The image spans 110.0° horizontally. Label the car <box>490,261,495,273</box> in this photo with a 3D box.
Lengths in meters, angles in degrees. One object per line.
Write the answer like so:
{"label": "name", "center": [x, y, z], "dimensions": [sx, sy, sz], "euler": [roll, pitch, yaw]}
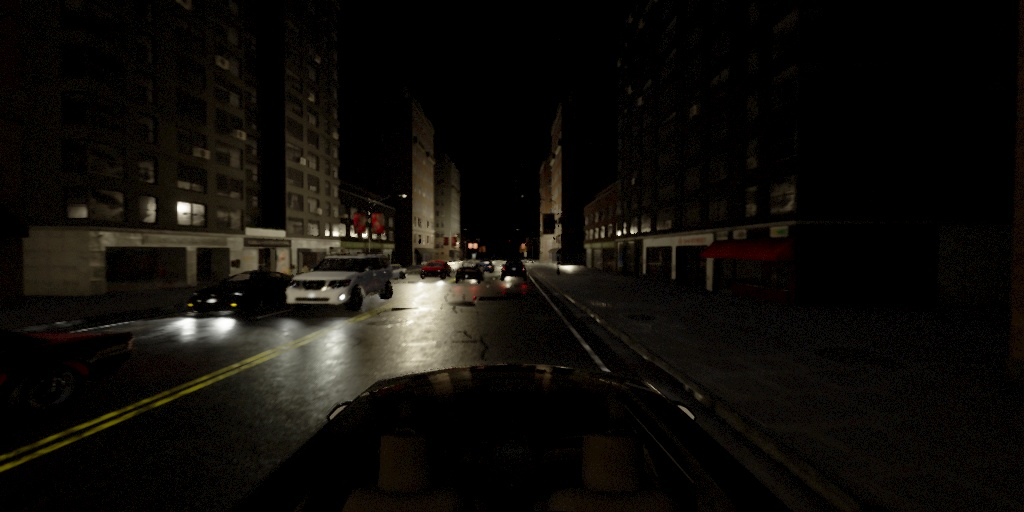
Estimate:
{"label": "car", "center": [-3.066, 1.237, 42.500], "dimensions": [2.033, 1.411, 5.357], "euler": [0, 0, 1]}

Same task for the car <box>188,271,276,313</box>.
{"label": "car", "center": [-9.810, 1.279, 13.706], "dimensions": [1.994, 1.385, 4.181], "euler": [0, 0, 0]}

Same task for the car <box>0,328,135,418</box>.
{"label": "car", "center": [-6.602, 1.334, 3.098], "dimensions": [1.895, 1.301, 4.718], "euler": [0, 0, 0]}

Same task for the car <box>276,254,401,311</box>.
{"label": "car", "center": [-6.559, 0.946, 14.536], "dimensions": [2.150, 2.045, 5.566], "euler": [0, 0, 0]}

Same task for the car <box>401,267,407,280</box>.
{"label": "car", "center": [-9.701, 1.301, 27.775], "dimensions": [1.895, 1.301, 4.718], "euler": [0, 0, 1]}

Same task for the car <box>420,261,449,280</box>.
{"label": "car", "center": [-6.427, 1.182, 30.746], "dimensions": [1.882, 1.535, 5.008], "euler": [0, 0, 1]}

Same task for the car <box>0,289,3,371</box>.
{"label": "car", "center": [-9.852, 1.272, 3.537], "dimensions": [2.033, 1.411, 5.357], "euler": [0, 0, 0]}

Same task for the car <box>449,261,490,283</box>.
{"label": "car", "center": [-3.116, 1.209, 27.289], "dimensions": [2.128, 1.511, 4.902], "euler": [0, 0, 1]}

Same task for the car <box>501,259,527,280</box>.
{"label": "car", "center": [0.160, 1.071, 30.585], "dimensions": [2.097, 1.767, 4.553], "euler": [0, 0, 0]}
